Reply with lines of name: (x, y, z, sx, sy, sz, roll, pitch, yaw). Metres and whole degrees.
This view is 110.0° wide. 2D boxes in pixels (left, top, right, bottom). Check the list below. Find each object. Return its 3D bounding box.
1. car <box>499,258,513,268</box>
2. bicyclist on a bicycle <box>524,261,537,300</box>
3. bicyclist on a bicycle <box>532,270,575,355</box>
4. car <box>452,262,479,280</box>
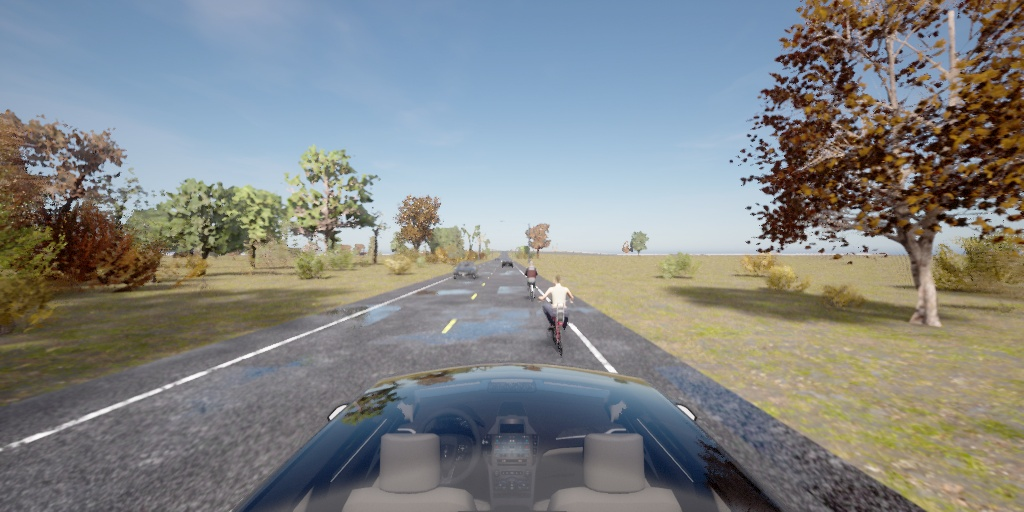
car: (-0.757, 1.214, 61.475, 1.882, 1.535, 5.008, 0, 0, -1)
bicyclist on a bicycle: (0.863, 1.119, 16.160, 0.659, 1.776, 1.843, 0, 0, -1)
bicyclist on a bicycle: (0.968, 1.186, 7.690, 0.866, 1.612, 1.509, 0, 0, -1)
car: (-3.924, 1.251, 30.933, 1.837, 1.490, 4.892, 0, 0, -1)
